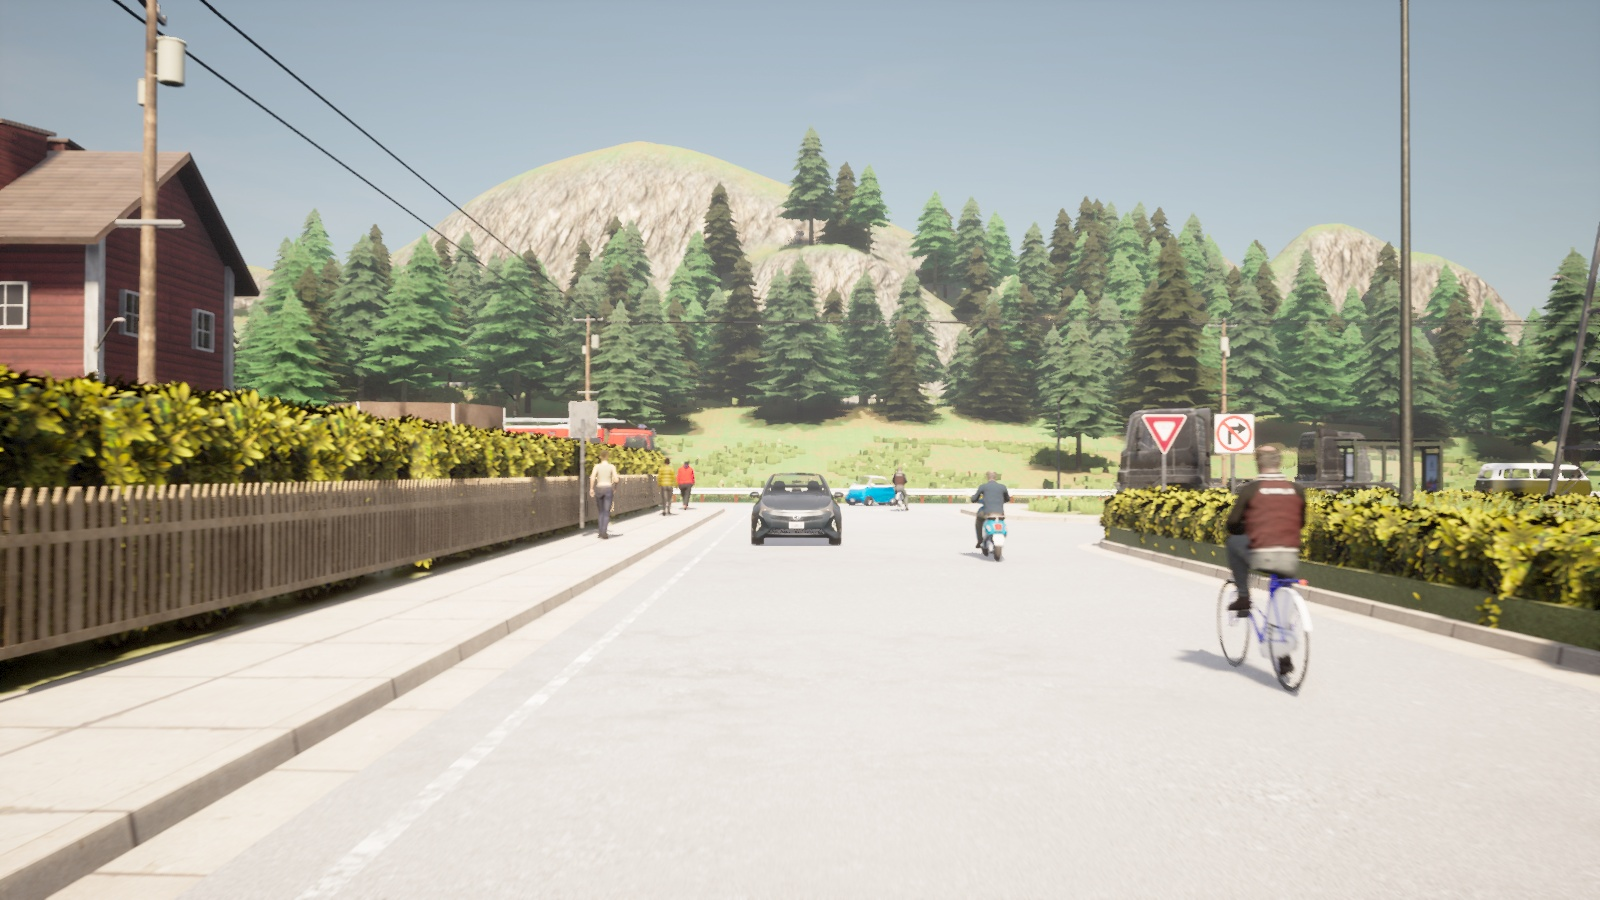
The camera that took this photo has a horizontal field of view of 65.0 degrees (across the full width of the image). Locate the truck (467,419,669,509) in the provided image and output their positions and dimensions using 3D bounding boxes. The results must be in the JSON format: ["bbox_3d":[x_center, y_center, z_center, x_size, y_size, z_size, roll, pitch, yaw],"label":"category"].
[{"bbox_3d":[-10.020,0.611,55.103,8.468,3.827,2.891,0,-1,-5],"label":"truck"}]

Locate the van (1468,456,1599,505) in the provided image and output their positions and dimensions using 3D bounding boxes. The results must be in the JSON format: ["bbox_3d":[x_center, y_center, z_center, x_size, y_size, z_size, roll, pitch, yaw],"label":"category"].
[{"bbox_3d":[31.907,1.330,54.725,4.480,2.038,2.069,-1,-1,0],"label":"van"}]

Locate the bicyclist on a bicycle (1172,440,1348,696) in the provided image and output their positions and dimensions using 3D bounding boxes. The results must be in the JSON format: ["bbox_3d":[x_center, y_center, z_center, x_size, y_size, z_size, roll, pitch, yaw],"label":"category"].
[{"bbox_3d":[3.477,0.833,9.669,0.659,1.776,1.843,0,-1,0],"label":"bicyclist on a bicycle"}]

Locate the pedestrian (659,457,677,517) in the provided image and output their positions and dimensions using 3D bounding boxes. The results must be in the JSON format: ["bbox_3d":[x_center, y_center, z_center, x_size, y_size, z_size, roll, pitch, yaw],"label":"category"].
[{"bbox_3d":[-4.087,1.138,38.897,0.431,1.840,0.709,0,-1,4],"label":"pedestrian"}]

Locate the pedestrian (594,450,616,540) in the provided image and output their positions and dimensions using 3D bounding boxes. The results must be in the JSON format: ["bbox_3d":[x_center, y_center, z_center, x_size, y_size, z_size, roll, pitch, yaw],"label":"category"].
[{"bbox_3d":[-4.008,0.918,25.831,0.345,1.836,0.594,0,-1,0],"label":"pedestrian"}]

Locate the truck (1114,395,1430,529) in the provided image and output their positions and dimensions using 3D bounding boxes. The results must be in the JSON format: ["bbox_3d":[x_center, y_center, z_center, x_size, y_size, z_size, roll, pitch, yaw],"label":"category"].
[{"bbox_3d":[13.079,0.369,35.177,7.936,3.462,2.891,-1,-1,23],"label":"truck"}]

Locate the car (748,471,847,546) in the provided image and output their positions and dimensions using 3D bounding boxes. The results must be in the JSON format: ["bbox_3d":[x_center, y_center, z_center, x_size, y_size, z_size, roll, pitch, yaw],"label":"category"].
[{"bbox_3d":[-0.066,1.227,27.786,2.007,1.525,4.514,0,-1,0],"label":"car"}]

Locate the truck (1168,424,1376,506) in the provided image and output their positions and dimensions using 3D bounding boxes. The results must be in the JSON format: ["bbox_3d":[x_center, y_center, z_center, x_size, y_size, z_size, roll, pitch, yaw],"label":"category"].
[{"bbox_3d":[20.455,0.668,54.769,7.936,3.462,2.891,0,-1,0],"label":"truck"}]

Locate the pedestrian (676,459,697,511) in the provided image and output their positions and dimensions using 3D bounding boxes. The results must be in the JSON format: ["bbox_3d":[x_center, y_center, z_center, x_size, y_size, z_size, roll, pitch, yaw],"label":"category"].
[{"bbox_3d":[-4.077,1.242,45.115,0.634,1.844,0.899,0,-1,2],"label":"pedestrian"}]

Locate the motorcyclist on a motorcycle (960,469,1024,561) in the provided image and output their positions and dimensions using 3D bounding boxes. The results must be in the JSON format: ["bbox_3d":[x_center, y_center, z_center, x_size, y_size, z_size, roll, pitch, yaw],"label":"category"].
[{"bbox_3d":[3.446,1.134,22.682,0.866,1.590,1.817,0,-1,0],"label":"motorcyclist on a motorcycle"}]

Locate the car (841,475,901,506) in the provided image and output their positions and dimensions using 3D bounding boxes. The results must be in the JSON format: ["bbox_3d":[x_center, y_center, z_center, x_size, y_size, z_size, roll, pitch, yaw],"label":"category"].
[{"bbox_3d":[3.169,1.798,56.216,2.207,1.376,1.481,1,-2,-36],"label":"car"}]
